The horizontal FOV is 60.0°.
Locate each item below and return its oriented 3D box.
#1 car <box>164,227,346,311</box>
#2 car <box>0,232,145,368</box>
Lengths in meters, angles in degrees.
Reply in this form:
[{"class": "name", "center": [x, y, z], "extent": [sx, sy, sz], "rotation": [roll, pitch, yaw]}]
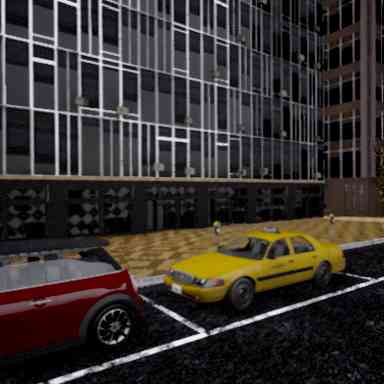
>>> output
[{"class": "car", "center": [1.670, 1.529, 7.762], "extent": [4.829, 1.417, 1.752], "rotation": [0, -1, -36]}, {"class": "car", "center": [-2.818, 1.441, 4.560], "extent": [4.097, 1.590, 1.967], "rotation": [0, -1, -36]}]
